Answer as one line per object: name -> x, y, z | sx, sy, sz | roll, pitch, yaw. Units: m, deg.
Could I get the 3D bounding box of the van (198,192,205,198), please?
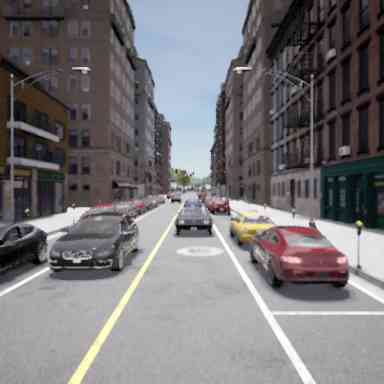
van -> 2.682, 0.846, 92.376 | 1.690, 1.788, 3.998 | 0, 0, 0

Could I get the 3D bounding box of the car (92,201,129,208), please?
car -> -5.390, 1.438, 20.220 | 1.887, 1.381, 4.507 | 0, 0, 0

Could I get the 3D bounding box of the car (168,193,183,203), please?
car -> -2.758, 1.289, 58.546 | 1.895, 1.301, 4.718 | 0, 0, 0

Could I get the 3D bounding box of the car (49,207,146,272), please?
car -> -2.852, 1.448, 10.670 | 1.837, 1.490, 4.892 | 0, 0, 0

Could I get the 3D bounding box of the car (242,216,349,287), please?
car -> 2.636, 1.535, 8.857 | 1.802, 1.307, 4.206 | 0, 0, 0

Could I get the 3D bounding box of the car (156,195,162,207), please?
car -> -5.393, 1.213, 42.948 | 1.967, 1.590, 4.097 | 0, 0, 0

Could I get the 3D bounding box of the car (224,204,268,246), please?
car -> 2.635, 1.448, 14.709 | 1.752, 1.417, 4.829 | 0, 0, 0

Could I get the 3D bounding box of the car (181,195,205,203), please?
car -> 0.097, 1.375, 35.716 | 1.994, 1.385, 4.181 | 0, 0, 0

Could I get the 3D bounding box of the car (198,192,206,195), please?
car -> 2.631, 1.027, 54.313 | 2.192, 1.841, 5.009 | 0, 0, 0

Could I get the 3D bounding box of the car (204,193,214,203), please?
car -> 2.633, 1.243, 37.268 | 1.967, 1.590, 4.097 | 0, 0, 0

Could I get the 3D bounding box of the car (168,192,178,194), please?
car -> -5.428, 0.850, 86.871 | 2.192, 1.841, 5.009 | 0, 0, 0

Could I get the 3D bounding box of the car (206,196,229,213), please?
car -> 2.634, 1.378, 31.586 | 1.887, 1.381, 4.507 | 0, 0, 0

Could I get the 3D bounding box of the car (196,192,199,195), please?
car -> 2.692, 0.880, 81.369 | 2.192, 1.841, 5.009 | 0, 0, 0

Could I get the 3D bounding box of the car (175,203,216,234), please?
car -> 0.098, 1.503, 18.575 | 1.895, 1.301, 4.718 | 0, 0, 0

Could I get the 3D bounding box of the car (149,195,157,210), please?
car -> -5.392, 1.369, 37.267 | 1.947, 1.339, 4.313 | 0, 0, 0

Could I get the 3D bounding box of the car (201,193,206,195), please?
car -> 2.632, 1.293, 48.632 | 2.008, 1.369, 4.403 | 0, 0, 0

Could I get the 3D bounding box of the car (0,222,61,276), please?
car -> -5.389, 1.519, 8.855 | 1.947, 1.339, 4.313 | 0, 0, 0

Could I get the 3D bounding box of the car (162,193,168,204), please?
car -> -5.394, 1.152, 54.313 | 1.967, 1.590, 4.097 | 0, 0, 0

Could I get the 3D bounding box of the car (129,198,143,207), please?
car -> -5.391, 1.414, 25.902 | 2.008, 1.369, 4.403 | 0, 0, 0

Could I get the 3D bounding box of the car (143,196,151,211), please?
car -> -5.392, 1.378, 31.585 | 1.887, 1.381, 4.507 | 0, 0, 0
